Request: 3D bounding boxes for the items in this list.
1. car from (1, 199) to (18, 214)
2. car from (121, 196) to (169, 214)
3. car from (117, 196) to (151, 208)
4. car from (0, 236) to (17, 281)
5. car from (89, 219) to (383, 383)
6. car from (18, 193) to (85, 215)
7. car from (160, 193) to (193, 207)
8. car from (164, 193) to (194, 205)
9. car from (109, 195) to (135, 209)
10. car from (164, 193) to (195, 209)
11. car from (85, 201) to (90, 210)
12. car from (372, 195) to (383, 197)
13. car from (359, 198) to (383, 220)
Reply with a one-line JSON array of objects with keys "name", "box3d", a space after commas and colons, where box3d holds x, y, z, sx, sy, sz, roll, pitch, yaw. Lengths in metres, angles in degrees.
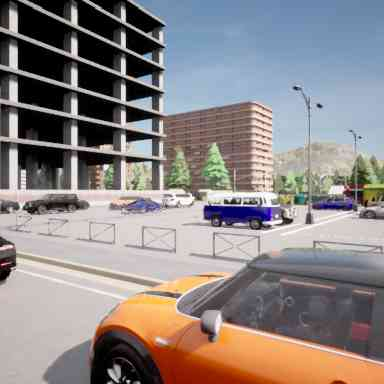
[{"name": "car", "box3d": [-19.519, 1.436, 32.551, 2.128, 1.511, 4.902, 0, 0, 36]}, {"name": "car", "box3d": [-4.813, 1.470, 34.815, 1.812, 1.442, 4.674, 0, 0, 35]}, {"name": "car", "box3d": [-8.353, 1.436, 48.351, 2.128, 1.511, 4.902, 0, 0, 35]}, {"name": "car", "box3d": [-6.439, 1.491, 8.536, 4.902, 1.511, 2.128, 0, 0, 35]}, {"name": "car", "box3d": [1.074, 1.352, 3.223, 4.553, 1.767, 2.097, 0, 0, 35]}, {"name": "car", "box3d": [-14.212, 1.166, 33.982, 2.150, 2.045, 5.566, 0, 0, 35]}, {"name": "car", "box3d": [-2.259, 1.166, 50.894, 2.150, 2.045, 5.566, 0, 0, 35]}, {"name": "car", "box3d": [-2.148, 1.166, 57.076, 2.150, 2.045, 5.566, 0, 0, 36]}, {"name": "car", "box3d": [-8.335, 1.296, 42.310, 2.097, 1.767, 4.553, 0, 0, 35]}, {"name": "car", "box3d": [-1.771, 1.166, 45.204, 2.150, 2.045, 5.566, 0, 0, 35]}, {"name": "car", "box3d": [-14.377, 1.508, 39.825, 1.994, 1.385, 4.181, 0, 0, 35]}, {"name": "car", "box3d": [17.857, 1.153, 29.341, 4.605, 1.855, 1.932, 0, 0, 36]}, {"name": "car", "box3d": [14.651, 1.395, 24.775, 3.806, 1.475, 1.970, 0, 0, 36]}]
